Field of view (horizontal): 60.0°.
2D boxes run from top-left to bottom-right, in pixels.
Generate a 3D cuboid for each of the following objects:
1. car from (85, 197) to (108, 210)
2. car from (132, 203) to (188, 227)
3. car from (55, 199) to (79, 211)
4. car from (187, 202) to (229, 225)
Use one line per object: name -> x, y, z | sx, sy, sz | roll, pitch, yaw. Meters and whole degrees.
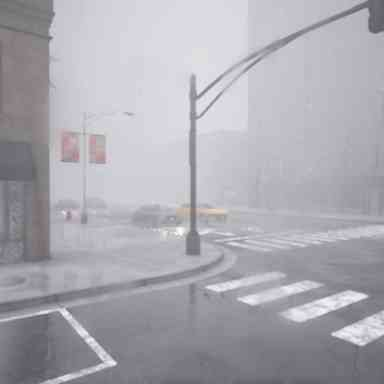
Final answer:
car -> -12.163, 1.432, 41.552 | 1.837, 1.490, 4.892 | 0, 0, -36
car -> -2.420, 1.529, 22.448 | 1.994, 1.385, 4.181 | 0, 0, -36
car -> -15.077, 1.497, 40.042 | 1.994, 1.385, 4.181 | 0, 0, -36
car -> 0.554, 1.437, 23.881 | 1.882, 1.535, 5.008 | 0, 0, -36
